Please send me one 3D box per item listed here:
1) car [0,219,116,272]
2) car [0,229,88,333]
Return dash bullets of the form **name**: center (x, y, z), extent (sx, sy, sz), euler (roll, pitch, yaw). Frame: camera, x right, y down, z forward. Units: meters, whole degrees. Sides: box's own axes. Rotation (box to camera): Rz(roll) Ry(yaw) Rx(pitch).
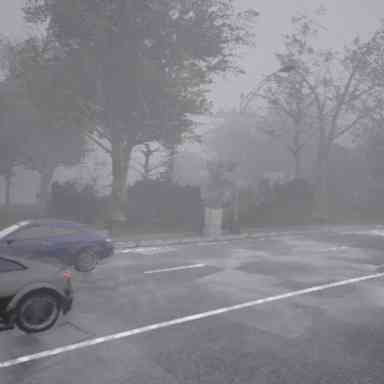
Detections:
- **car**: center (-4.471, 1.503, 9.215), extent (4.674, 1.442, 1.812), euler (1, 0, -34)
- **car**: center (-4.086, 1.537, 5.223), extent (4.181, 1.385, 1.994), euler (0, 0, -34)
